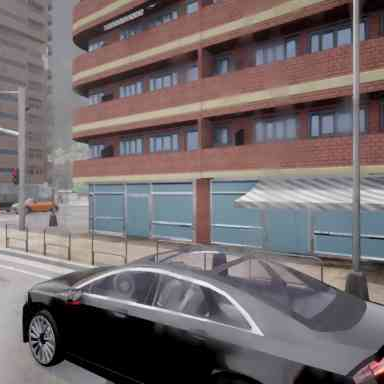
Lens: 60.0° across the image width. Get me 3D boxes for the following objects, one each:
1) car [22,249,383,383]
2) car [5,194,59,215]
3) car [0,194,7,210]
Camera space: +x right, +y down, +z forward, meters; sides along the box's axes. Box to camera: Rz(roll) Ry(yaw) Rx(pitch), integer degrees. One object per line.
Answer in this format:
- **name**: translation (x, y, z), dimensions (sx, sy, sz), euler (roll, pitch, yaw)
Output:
- **car**: translation (-0.202, 1.491, 4.132), dimensions (4.902, 1.511, 2.128), euler (0, 0, 35)
- **car**: translation (-16.287, 1.352, 34.487), dimensions (2.097, 1.767, 4.553), euler (0, 0, 36)
- **car**: translation (-20.213, 1.221, 35.044), dimensions (2.150, 2.045, 5.566), euler (0, 0, 35)
